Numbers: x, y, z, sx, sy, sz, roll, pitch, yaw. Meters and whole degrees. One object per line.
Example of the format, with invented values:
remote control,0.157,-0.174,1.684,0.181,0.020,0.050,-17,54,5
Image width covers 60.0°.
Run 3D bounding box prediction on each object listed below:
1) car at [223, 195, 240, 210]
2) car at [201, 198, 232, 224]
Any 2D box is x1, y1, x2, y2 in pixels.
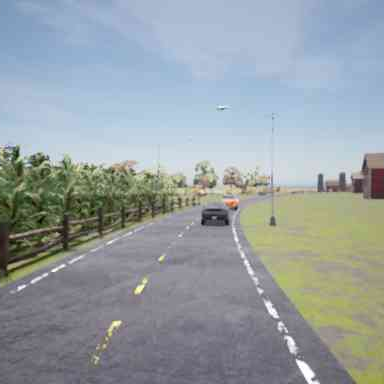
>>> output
car,4.692,1.167,40.993,2.097,1.767,4.553,0,0,12
car,1.736,1.411,23.778,1.837,1.490,4.892,0,0,7
